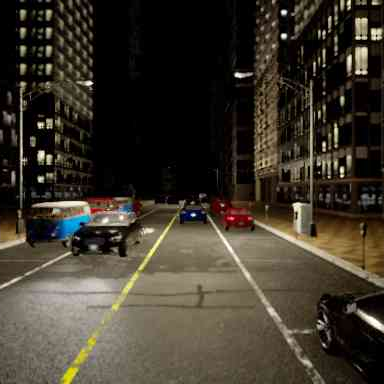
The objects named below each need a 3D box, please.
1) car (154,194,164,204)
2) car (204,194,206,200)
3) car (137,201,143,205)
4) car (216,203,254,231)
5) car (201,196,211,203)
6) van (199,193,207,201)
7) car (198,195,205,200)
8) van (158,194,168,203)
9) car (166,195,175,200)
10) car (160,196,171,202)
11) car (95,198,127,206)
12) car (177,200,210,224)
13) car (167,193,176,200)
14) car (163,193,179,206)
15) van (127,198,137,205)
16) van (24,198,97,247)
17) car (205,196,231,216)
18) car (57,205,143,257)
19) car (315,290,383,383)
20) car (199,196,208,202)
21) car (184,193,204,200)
[{"bbox_3d":[-5.698,1.516,59.870,1.947,1.339,4.313,0,0,0],"label":"car"},{"bbox_3d":[2.683,1.495,59.870,1.887,1.381,4.507,0,0,0],"label":"car"},{"bbox_3d":[-5.695,1.525,31.529,1.887,1.381,4.507,0,0,0],"label":"car"},{"bbox_3d":[2.687,1.573,20.193,1.802,1.307,4.206,0,0,0],"label":"car"},{"bbox_3d":[2.682,1.526,65.538,1.802,1.307,4.206,0,0,0],"label":"car"},{"bbox_3d":[2.681,1.255,82.546,1.690,1.788,3.998,0,0,0],"label":"van"},{"bbox_3d":[2.680,1.436,93.882,1.887,1.381,4.507,0,0,0],"label":"car"},{"bbox_3d":[-5.698,1.285,65.538,1.690,1.788,3.998,0,0,0],"label":"van"},{"bbox_3d":[-5.700,1.468,88.213,1.947,1.339,4.313,0,0,0],"label":"car"},{"bbox_3d":[-5.699,1.502,71.208,1.947,1.339,4.313,0,0,0],"label":"car"},{"bbox_3d":[-5.694,1.306,20.192,2.192,1.841,5.009,0,0,0],"label":"car"},{"bbox_3d":[0.098,1.551,24.930,1.994,1.385,4.181,0,0,0],"label":"car"},{"bbox_3d":[-5.701,1.206,93.881,2.192,1.841,5.009,0,0,0],"label":"car"},{"bbox_3d":[-3.077,1.434,53.982,1.882,1.535,5.008,0,0,0],"label":"car"},{"bbox_3d":[-5.695,1.327,25.861,1.690,1.788,3.998,0,0,0],"label":"van"},{"bbox_3d":[-5.693,1.336,14.525,1.690,1.788,3.998,0,0,0],"label":"van"},{"bbox_3d":[2.686,1.296,31.529,2.192,1.841,5.009,0,0,0],"label":"car"},{"bbox_3d":[-3.102,1.487,12.923,2.128,1.511,4.902,0,0,0],"label":"car"},{"bbox_3d":[2.689,1.565,3.188,1.947,1.339,4.313,0,0,0],"label":"car"},{"bbox_3d":[2.682,1.507,76.878,1.802,1.307,4.206,0,0,0],"label":"car"},{"bbox_3d":[0.095,1.321,42.070,2.097,1.767,4.553,0,0,0],"label":"car"}]
